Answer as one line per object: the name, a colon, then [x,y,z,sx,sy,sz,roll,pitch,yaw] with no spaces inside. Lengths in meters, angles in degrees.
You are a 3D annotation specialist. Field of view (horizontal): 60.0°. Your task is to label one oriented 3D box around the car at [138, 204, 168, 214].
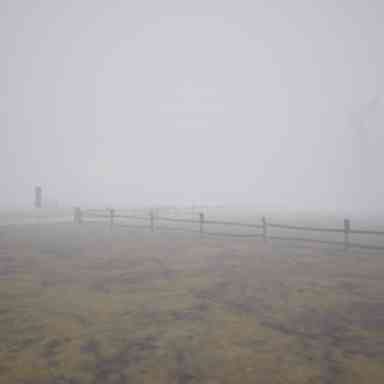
car: [-5.412,2.377,46.184,2.128,1.511,4.902,-1,-2,36]
